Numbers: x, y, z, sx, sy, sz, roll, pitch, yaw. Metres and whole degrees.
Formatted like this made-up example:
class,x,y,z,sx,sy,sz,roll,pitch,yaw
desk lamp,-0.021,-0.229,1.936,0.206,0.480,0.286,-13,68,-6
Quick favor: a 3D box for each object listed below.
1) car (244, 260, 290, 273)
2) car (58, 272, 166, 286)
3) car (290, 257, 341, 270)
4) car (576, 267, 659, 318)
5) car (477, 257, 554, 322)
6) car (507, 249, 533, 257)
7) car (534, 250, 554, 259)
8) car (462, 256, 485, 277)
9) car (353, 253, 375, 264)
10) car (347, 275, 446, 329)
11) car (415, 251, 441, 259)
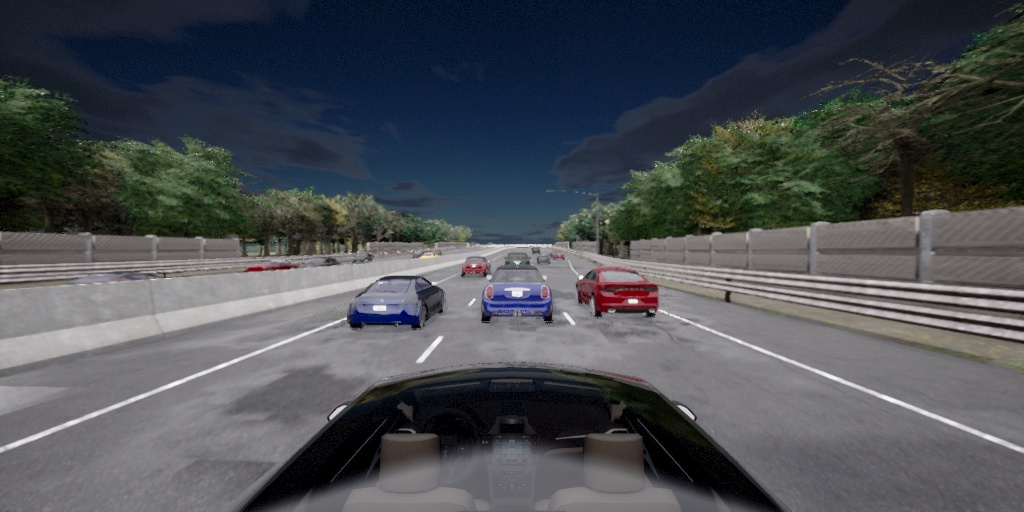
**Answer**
class,x,y,z,sx,sy,sz,roll,pitch,yaw
car,-20.706,1.024,31.186,1.895,1.301,4.718,0,1,2
car,-14.030,1.265,12.560,1.994,1.385,4.181,0,1,1
car,-17.177,0.906,32.085,1.837,1.490,4.892,0,1,2
car,3.533,1.142,12.835,1.882,1.535,5.008,0,1,1
car,0.166,1.059,12.181,2.097,1.767,4.553,0,0,1
car,0.496,0.635,31.177,2.150,2.045,5.566,0,1,1
car,4.692,0.323,54.029,2.128,1.511,4.902,0,2,2
car,-3.006,0.771,30.979,2.097,1.767,4.553,0,1,1
car,-22.671,0.343,54.962,1.837,1.490,4.892,0,2,-1
car,-3.345,1.279,11.109,1.994,1.385,4.181,0,0,0
car,-12.827,0.293,55.270,1.882,1.535,5.008,0,2,3
